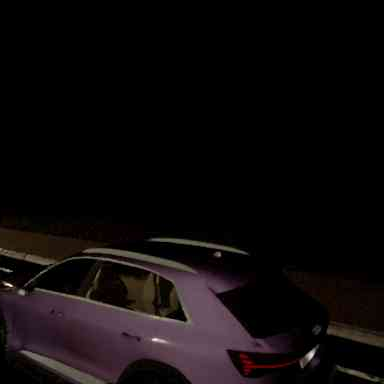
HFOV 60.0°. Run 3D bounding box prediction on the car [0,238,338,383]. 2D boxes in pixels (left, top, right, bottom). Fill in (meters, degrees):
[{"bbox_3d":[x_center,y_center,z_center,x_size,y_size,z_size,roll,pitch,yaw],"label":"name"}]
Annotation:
[{"bbox_3d":[-0.832,1.409,4.160,4.856,1.649,2.033,1,0,36],"label":"car"}]
